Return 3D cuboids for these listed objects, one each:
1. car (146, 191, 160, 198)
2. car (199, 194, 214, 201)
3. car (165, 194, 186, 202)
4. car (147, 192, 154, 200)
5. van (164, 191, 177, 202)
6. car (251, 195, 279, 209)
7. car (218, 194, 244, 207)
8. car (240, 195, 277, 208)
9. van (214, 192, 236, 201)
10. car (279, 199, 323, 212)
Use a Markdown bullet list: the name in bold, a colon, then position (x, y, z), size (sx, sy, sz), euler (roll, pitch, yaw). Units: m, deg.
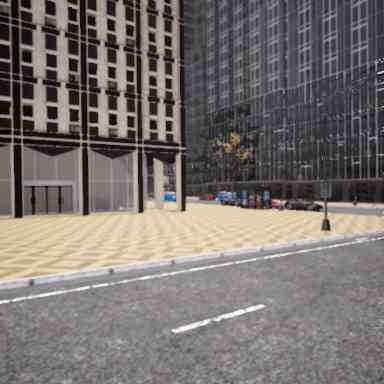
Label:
- **car**: position (-9.806, 0.687, 83.188), size (1.967, 1.590, 4.097), euler (0, 1, -34)
- **car**: position (3.056, 1.044, 64.443), size (1.802, 1.307, 4.206), euler (0, 1, -34)
- **car**: position (-3.166, 1.095, 63.431), size (1.994, 1.385, 4.181), euler (-1, 1, -34)
- **car**: position (-10.286, 1.040, 69.077), size (2.008, 1.369, 4.403), euler (0, 1, -34)
- **van**: position (-3.854, 0.938, 59.701), size (1.690, 1.788, 3.998), euler (0, 1, -34)
- **car**: position (8.913, 1.389, 40.896), size (1.802, 1.307, 4.206), euler (0, 1, -34)
- **car**: position (5.746, 1.320, 45.615), size (1.947, 1.339, 4.313), euler (0, 1, -34)
- **car**: position (9.016, 1.221, 45.516), size (2.128, 1.511, 4.902), euler (-1, 1, -34)
- **van**: position (6.271, 0.856, 59.754), size (1.690, 1.788, 3.998), euler (0, 1, -34)
- **car**: position (12.115, 1.425, 36.198), size (1.947, 1.339, 4.313), euler (0, 1, -34)
